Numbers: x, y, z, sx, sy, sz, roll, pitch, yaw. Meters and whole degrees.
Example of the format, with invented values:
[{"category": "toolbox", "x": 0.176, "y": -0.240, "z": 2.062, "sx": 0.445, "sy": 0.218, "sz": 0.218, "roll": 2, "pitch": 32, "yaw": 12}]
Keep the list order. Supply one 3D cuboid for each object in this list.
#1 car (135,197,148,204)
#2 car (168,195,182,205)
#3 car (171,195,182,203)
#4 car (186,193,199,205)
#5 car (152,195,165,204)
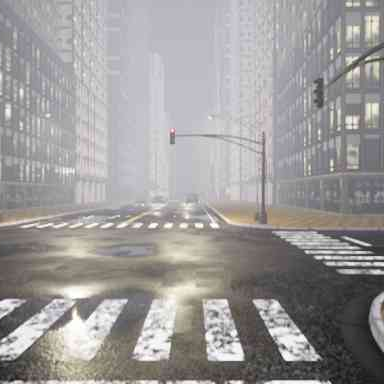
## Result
[{"category": "car", "x": -9.706, "y": 1.625, "z": 64.456, "sx": 2.033, "sy": 1.411, "sz": 5.357, "roll": 0, "pitch": 0, "yaw": 0}, {"category": "car", "x": -3.209, "y": 1.666, "z": 60.314, "sx": 1.895, "sy": 1.301, "sz": 4.718, "roll": 0, "pitch": 0, "yaw": 0}, {"category": "car", "x": -3.202, "y": 1.453, "z": 70.286, "sx": 2.128, "sy": 1.511, "sz": 4.902, "roll": 0, "pitch": 0, "yaw": 0}, {"category": "car", "x": 0.041, "y": 1.286, "z": 60.313, "sx": 2.150, "sy": 2.045, "sz": 5.566, "roll": 0, "pitch": 0, "yaw": 0}, {"category": "car", "x": -6.456, "y": 1.429, "z": 64.485, "sx": 2.097, "sy": 1.767, "sz": 4.553, "roll": 0, "pitch": 0, "yaw": 0}]
